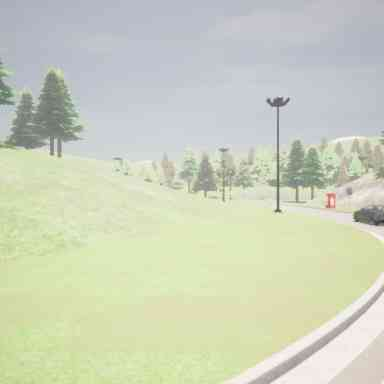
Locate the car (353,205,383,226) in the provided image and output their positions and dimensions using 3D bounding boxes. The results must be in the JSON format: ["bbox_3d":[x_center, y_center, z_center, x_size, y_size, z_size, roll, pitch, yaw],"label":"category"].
[{"bbox_3d":[13.048,1.572,23.451,1.994,1.385,4.181,0,0,3],"label":"car"}]
